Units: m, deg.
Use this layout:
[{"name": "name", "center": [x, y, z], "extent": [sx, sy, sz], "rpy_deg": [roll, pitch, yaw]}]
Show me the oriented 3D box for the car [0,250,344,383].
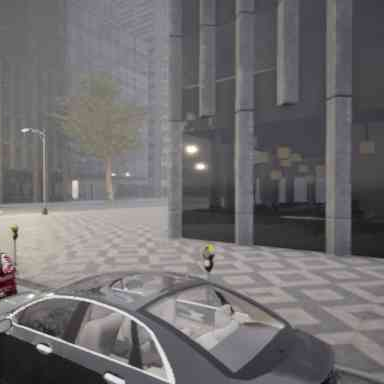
[{"name": "car", "center": [-0.802, 1.537, 3.517], "extent": [4.403, 1.369, 2.008], "rpy_deg": [0, 0, 35]}]
